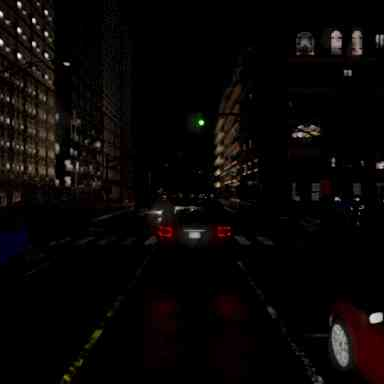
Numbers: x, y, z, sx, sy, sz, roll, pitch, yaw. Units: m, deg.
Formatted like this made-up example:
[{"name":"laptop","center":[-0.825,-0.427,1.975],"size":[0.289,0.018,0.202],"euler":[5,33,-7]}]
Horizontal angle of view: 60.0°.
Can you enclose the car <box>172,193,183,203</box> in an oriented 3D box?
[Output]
[{"name":"car","center":[-3.008,1.235,70.737],"size":[2.150,2.045,5.566],"euler":[0,0,0]}]

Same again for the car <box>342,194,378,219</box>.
[{"name":"car","center":[14.542,1.117,25.635],"size":[4.553,1.767,2.097],"euler":[-1,0,0]}]

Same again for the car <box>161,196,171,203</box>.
[{"name":"car","center":[-5.704,1.542,73.646],"size":[1.752,1.417,4.829],"euler":[0,0,0]}]

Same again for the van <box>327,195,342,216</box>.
[{"name":"van","center":[13.705,1.104,28.207],"size":[3.998,1.788,1.690],"euler":[-1,1,0]}]

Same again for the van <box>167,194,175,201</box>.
[{"name":"van","center":[-5.706,1.376,90.400],"size":[1.690,1.788,3.998],"euler":[0,0,0]}]

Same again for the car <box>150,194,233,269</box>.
[{"name":"car","center":[0.133,1.216,11.314],"size":[2.150,2.045,5.566],"euler":[0,0,1]}]

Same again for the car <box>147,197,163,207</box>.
[{"name":"car","center":[-5.701,1.545,51.705],"size":[1.887,1.381,4.507],"euler":[0,0,0]}]

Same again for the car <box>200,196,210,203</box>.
[{"name":"car","center":[2.677,1.578,68.289],"size":[1.947,1.339,4.313],"euler":[0,0,0]}]

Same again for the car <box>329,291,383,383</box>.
[{"name":"car","center":[2.685,1.543,2.737],"size":[1.887,1.381,4.507],"euler":[0,0,0]}]

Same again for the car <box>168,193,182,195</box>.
[{"name":"car","center":[-3.061,1.224,55.595],"size":[2.150,2.045,5.566],"euler":[0,0,0]}]

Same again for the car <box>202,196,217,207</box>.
[{"name":"car","center":[2.678,1.440,51.706],"size":[1.967,1.590,4.097],"euler":[0,0,0]}]

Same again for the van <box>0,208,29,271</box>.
[{"name":"van","center":[-5.697,1.337,8.260],"size":[1.690,1.788,3.998],"euler":[0,0,0]}]

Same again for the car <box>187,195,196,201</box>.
[{"name":"car","center":[-0.009,1.400,80.956],"size":[2.128,1.511,4.902],"euler":[0,0,0]}]

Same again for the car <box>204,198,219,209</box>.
[{"name":"car","center":[2.680,1.543,46.178],"size":[1.887,1.381,4.507],"euler":[0,0,0]}]

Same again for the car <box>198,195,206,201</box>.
[{"name":"car","center":[2.675,1.579,90.400],"size":[1.887,1.381,4.507],"euler":[0,0,0]}]

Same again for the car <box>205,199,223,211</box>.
[{"name":"car","center":[2.680,1.541,40.651],"size":[1.887,1.381,4.507],"euler":[0,0,0]}]

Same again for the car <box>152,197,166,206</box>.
[{"name":"car","center":[-5.702,1.569,57.234],"size":[1.947,1.339,4.313],"euler":[0,0,0]}]

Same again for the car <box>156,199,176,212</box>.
[{"name":"car","center":[-3.088,1.559,39.997],"size":[1.994,1.385,4.181],"euler":[0,0,1]}]

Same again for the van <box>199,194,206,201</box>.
[{"name":"van","center":[2.675,1.370,84.872],"size":[1.690,1.788,3.998],"euler":[0,0,0]}]

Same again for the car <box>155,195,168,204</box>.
[{"name":"car","center":[-5.703,1.447,62.761],"size":[1.967,1.590,4.097],"euler":[0,0,0]}]

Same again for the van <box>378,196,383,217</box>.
[{"name":"van","center":[13.727,1.146,19.827],"size":[3.998,1.788,1.690],"euler":[-1,1,0]}]

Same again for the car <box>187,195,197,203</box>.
[{"name":"car","center":[-0.008,1.484,70.535],"size":[1.882,1.535,5.008],"euler":[0,0,0]}]

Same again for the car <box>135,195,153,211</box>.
[{"name":"car","center":[-5.701,1.312,40.651],"size":[2.192,1.841,5.009],"euler":[0,0,0]}]

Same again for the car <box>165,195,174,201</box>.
[{"name":"car","center":[-5.705,1.573,84.872],"size":[1.887,1.381,4.507],"euler":[0,0,0]}]
